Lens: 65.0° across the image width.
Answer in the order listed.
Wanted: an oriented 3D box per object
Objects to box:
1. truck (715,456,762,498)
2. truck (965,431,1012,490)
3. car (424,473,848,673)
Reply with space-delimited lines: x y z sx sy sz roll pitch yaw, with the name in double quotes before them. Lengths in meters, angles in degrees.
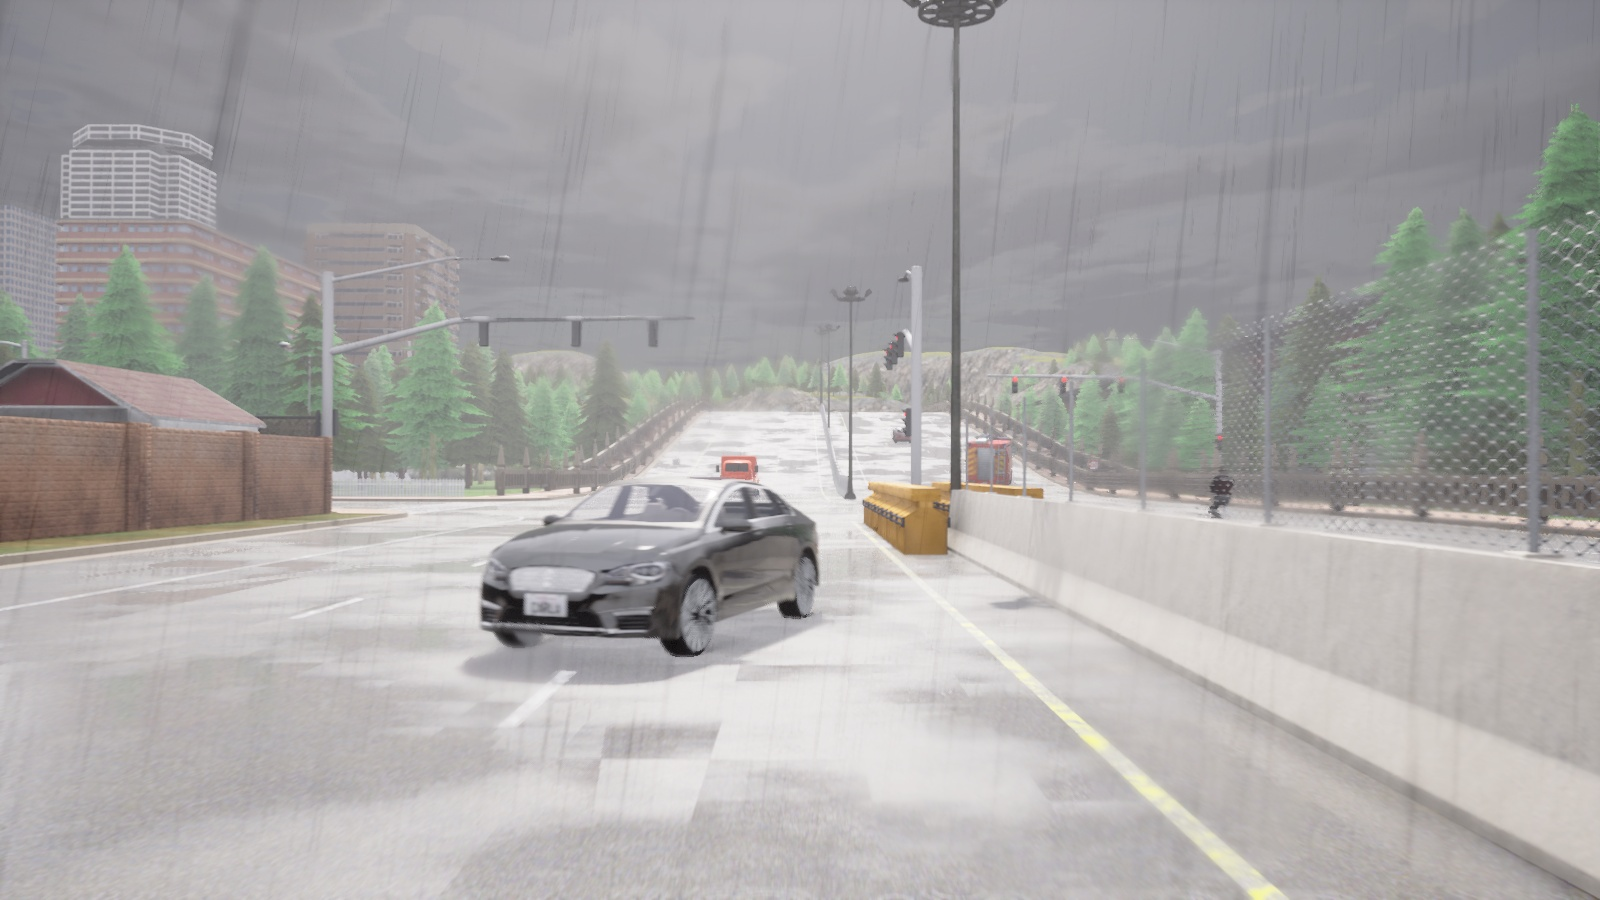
"truck" -3.693 1.606 76.018 2.627 2.467 5.204 0 -1 0
"truck" 13.763 0.659 91.230 2.891 3.827 8.468 1 3 12
"car" -1.254 0.981 12.168 2.128 1.511 4.902 0 -1 19
